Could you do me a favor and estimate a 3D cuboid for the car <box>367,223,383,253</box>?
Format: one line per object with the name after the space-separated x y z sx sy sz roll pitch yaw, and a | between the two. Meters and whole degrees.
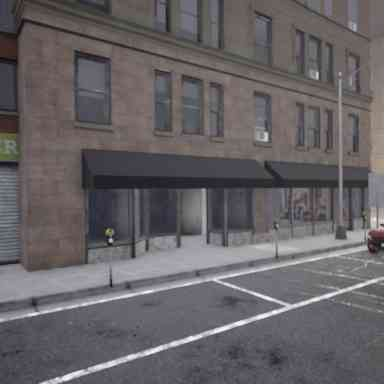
8.315 1.550 12.502 4.507 1.381 1.887 0 -1 -36 | car
